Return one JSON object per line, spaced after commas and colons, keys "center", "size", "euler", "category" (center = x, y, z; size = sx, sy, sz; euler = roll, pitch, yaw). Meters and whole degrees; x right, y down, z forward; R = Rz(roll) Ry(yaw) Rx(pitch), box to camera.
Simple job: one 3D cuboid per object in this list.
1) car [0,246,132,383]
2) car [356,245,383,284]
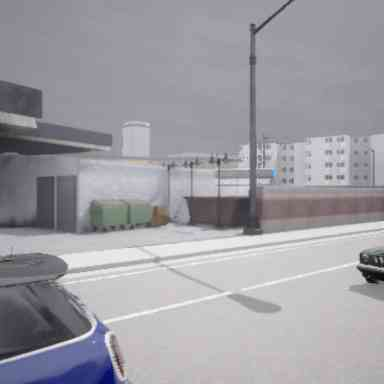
{"center": [-2.716, 1.351, 2.051], "size": [4.553, 1.767, 2.097], "euler": [0, 0, -35], "category": "car"}
{"center": [6.187, 1.603, 8.395], "size": [4.718, 1.301, 1.895], "euler": [0, 0, -35], "category": "car"}
